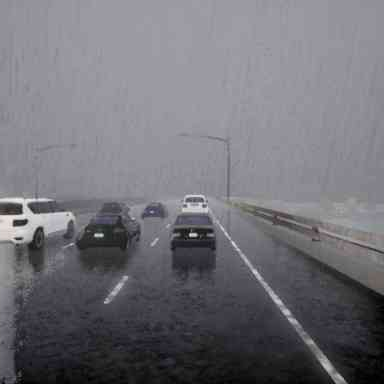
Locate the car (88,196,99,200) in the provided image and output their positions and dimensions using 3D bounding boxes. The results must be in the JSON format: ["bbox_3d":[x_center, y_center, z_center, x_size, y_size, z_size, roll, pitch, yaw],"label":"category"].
[{"bbox_3d":[-22.773,1.721,77.275,1.994,1.385,4.181,0,0,3],"label":"car"}]

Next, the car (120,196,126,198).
[{"bbox_3d":[-15.780,1.718,76.952,1.994,1.385,4.181,0,0,3],"label":"car"}]

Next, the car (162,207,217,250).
[{"bbox_3d":[0.062,1.574,14.319,2.033,1.411,5.357,0,0,0],"label":"car"}]

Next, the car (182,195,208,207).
[{"bbox_3d":[0.254,1.293,29.245,2.150,2.045,5.566,0,0,1],"label":"car"}]

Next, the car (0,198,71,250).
[{"bbox_3d":[-6.937,1.269,14.409,2.150,2.045,5.566,0,0,0],"label":"car"}]

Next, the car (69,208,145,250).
[{"bbox_3d":[-3.438,1.584,14.348,1.994,1.385,4.181,0,0,0],"label":"car"}]

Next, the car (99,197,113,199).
[{"bbox_3d":[-19.278,1.762,77.083,1.895,1.301,4.718,0,0,3],"label":"car"}]

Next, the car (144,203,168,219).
[{"bbox_3d":[-3.246,1.608,29.273,1.994,1.385,4.181,0,0,1],"label":"car"}]

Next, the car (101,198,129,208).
[{"bbox_3d":[-6.745,1.553,29.333,1.837,1.490,4.892,0,0,1],"label":"car"}]
